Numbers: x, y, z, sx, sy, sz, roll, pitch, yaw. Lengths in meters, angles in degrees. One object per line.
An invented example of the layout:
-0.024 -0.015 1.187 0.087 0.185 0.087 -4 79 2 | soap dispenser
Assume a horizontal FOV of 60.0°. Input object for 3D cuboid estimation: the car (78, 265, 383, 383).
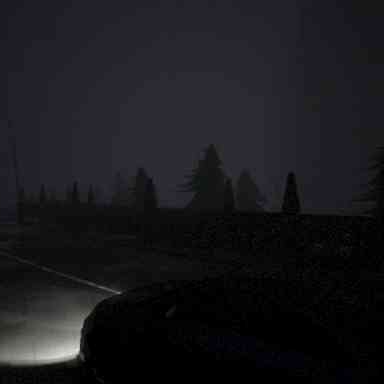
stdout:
0.610 1.576 3.753 4.181 1.385 1.994 0 0 37 | car
